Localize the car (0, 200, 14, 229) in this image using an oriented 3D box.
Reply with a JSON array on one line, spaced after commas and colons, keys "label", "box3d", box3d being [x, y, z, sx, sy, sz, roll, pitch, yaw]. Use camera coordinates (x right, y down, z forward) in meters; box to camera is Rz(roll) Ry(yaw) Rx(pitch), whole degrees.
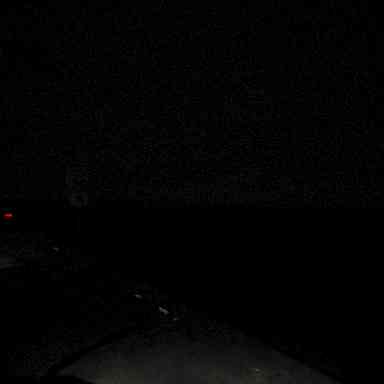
[{"label": "car", "box3d": [-10.628, 1.119, 17.342, 2.033, 1.411, 5.357, -1, 2, -36]}]
